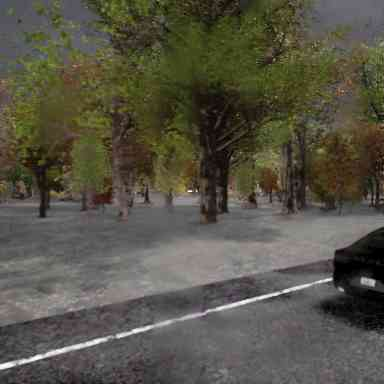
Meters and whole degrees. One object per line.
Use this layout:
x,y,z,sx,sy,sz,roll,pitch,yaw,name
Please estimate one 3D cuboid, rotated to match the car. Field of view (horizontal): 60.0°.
5.199,1.476,7.461,5.008,1.535,1.882,0,0,-36,car
